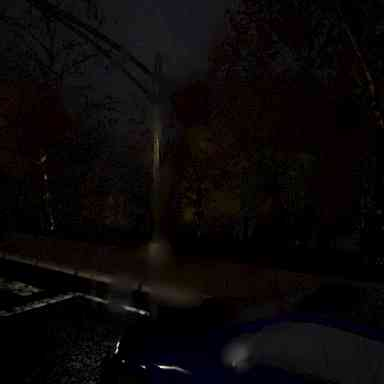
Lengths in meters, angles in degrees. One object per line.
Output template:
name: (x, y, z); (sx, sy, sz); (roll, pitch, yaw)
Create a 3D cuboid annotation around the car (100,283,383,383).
car: (1.127, 1.564, 2.879); (4.181, 1.385, 1.994); (0, 0, 35)
